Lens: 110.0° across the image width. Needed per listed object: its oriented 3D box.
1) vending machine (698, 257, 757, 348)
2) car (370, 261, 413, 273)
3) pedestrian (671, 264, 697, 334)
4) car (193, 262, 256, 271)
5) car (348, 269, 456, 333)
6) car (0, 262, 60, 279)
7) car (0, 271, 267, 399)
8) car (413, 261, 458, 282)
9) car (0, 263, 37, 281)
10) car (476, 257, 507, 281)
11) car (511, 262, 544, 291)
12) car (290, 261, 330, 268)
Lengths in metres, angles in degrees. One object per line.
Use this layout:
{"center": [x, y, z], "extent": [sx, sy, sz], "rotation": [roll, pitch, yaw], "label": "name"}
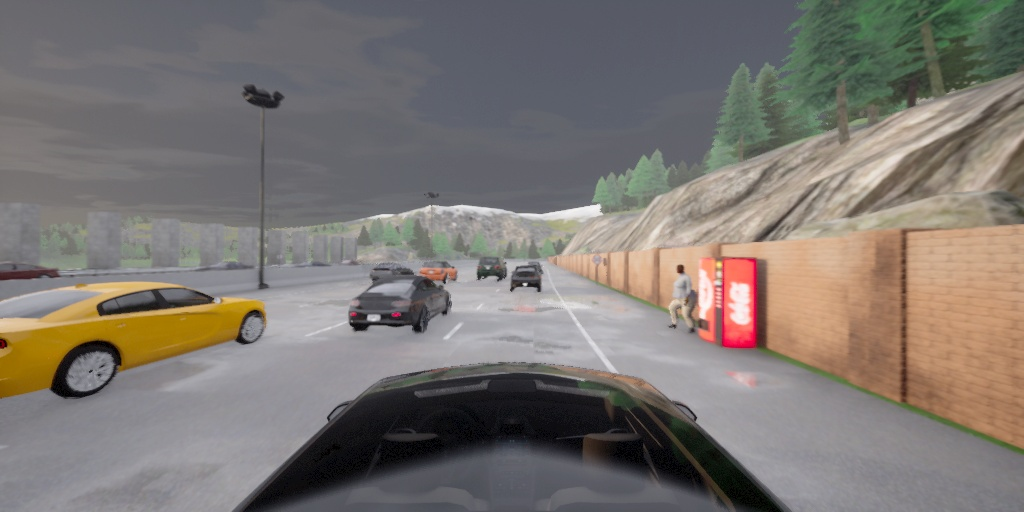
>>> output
{"center": [5.126, 1.010, 8.599], "extent": [1.100, 2.100, 0.880], "rotation": [0, 0, 3], "label": "vending machine"}
{"center": [-9.118, 1.293, 27.531], "extent": [2.128, 1.511, 4.902], "rotation": [0, 0, 4], "label": "car"}
{"center": [4.542, 1.108, 9.470], "extent": [0.375, 1.860, 0.375], "rotation": [0, 0, 3], "label": "pedestrian"}
{"center": [-26.410, 1.258, 33.238], "extent": [2.033, 1.411, 5.357], "rotation": [0, 0, 5], "label": "car"}
{"center": [-3.140, 1.294, 10.749], "extent": [1.812, 1.442, 4.674], "rotation": [0, 0, 3], "label": "car"}
{"center": [-30.775, 1.107, 21.427], "extent": [1.882, 1.535, 5.008], "rotation": [0, -1, 4], "label": "car"}
{"center": [-6.813, 1.203, 6.514], "extent": [1.882, 1.535, 5.008], "rotation": [0, 0, 2], "label": "car"}
{"center": [-5.599, 1.176, 27.634], "extent": [2.097, 1.767, 4.553], "rotation": [0, 0, 4], "label": "car"}
{"center": [-10.331, 1.045, 4.665], "extent": [2.097, 1.767, 4.553], "rotation": [0, 0, 1], "label": "car"}
{"center": [-1.751, 1.093, 32.129], "extent": [2.150, 2.045, 5.566], "rotation": [0, 0, 5], "label": "car"}
{"center": [0.975, 1.369, 23.053], "extent": [1.837, 1.490, 4.892], "rotation": [0, 0, 5], "label": "car"}
{"center": [-22.333, 1.313, 39.792], "extent": [2.033, 1.411, 5.357], "rotation": [0, 0, 5], "label": "car"}
